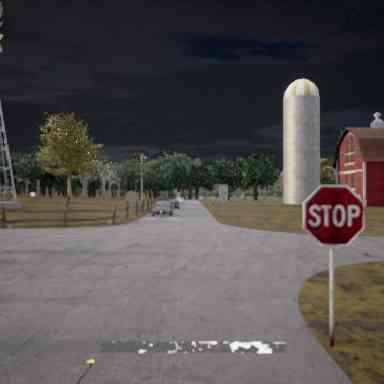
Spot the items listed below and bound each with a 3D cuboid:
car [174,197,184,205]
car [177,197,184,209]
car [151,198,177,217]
[{"bbox_3d":[-2.534,1.802,65.394,1.812,1.442,4.674,0,-1,0],"label":"car"},{"bbox_3d":[-2.677,1.674,46.754,2.033,1.411,5.357,0,0,1],"label":"car"},{"bbox_3d":[-2.742,1.561,31.910,1.837,1.490,4.892,0,0,0],"label":"car"}]
